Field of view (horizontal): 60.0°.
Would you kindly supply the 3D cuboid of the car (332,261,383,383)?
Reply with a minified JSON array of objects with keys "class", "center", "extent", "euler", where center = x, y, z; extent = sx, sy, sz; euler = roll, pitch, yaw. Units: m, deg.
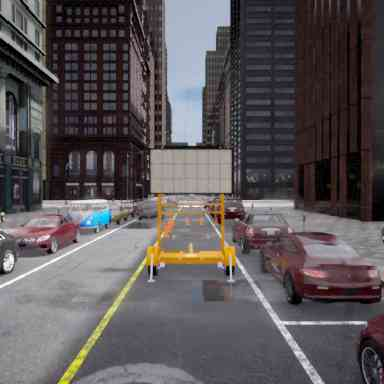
[{"class":"car","center":[2.755,1.582,2.194],"extent":[1.802,1.307,4.206],"euler":[0,0,0]}]

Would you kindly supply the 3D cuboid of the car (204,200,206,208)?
[{"class":"car","center":[2.676,1.579,36.011],"extent":[1.947,1.339,4.313],"euler":[0,0,0]}]

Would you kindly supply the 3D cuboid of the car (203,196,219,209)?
[{"class":"car","center":[2.650,1.464,47.283],"extent":[1.967,1.590,4.097],"euler":[0,0,0]}]

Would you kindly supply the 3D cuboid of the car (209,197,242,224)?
[{"class":"car","center":[2.701,1.321,24.738],"extent":[2.192,1.841,5.009],"euler":[0,0,0]}]

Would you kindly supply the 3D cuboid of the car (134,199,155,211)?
[{"class":"car","center":[-5.861,1.585,41.625],"extent":[1.947,1.339,4.313],"euler":[0,0,0]}]

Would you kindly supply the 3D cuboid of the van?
[{"class":"van","center":[-5.810,1.344,19.079],"extent":[1.690,1.788,3.998],"euler":[0,0,0]}]

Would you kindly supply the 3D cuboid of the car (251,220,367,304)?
[{"class":"car","center":[2.741,1.582,7.831],"extent":[1.802,1.307,4.206],"euler":[0,0,0]}]

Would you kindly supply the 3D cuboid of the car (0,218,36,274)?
[{"class":"car","center":[-5.784,1.551,7.805],"extent":[2.008,1.369,4.403],"euler":[0,0,0]}]

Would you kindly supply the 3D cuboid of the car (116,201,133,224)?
[{"class":"car","center":[-5.822,1.531,24.545],"extent":[1.752,1.417,4.829],"euler":[0,0,0]}]

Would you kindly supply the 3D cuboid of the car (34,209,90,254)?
[{"class":"car","center":[-5.796,1.583,13.443],"extent":[1.802,1.307,4.206],"euler":[0,0,0]}]

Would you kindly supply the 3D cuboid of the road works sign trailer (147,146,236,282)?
[{"class":"road works sign trailer","center":[-0.023,0.465,9.713],"extent":[2.380,3.560,2.880],"euler":[0,0,0]}]

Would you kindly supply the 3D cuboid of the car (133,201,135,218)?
[{"class":"car","center":[-5.835,1.591,30.352],"extent":[1.802,1.307,4.206],"euler":[0,0,0]}]

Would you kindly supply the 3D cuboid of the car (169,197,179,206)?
[{"class":"car","center":[-3.124,1.581,54.432],"extent":[2.033,1.411,5.357],"euler":[0,0,0]}]

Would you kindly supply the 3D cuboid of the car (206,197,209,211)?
[{"class":"car","center":[2.688,1.324,30.375],"extent":[2.192,1.841,5.009],"euler":[0,0,0]}]

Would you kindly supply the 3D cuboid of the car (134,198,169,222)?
[{"class":"car","center":[-3.162,1.512,26.869],"extent":[1.837,1.490,4.892],"euler":[0,0,0]}]

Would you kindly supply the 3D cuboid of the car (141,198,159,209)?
[{"class":"car","center":[-5.874,1.575,47.262],"extent":[2.008,1.369,4.403],"euler":[0,0,0]}]

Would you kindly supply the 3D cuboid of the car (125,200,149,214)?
[{"class":"car","center":[-5.848,1.580,35.989],"extent":[1.947,1.339,4.313],"euler":[0,0,0]}]

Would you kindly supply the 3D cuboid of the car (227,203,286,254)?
[{"class":"car","center":[2.728,1.441,13.467],"extent":[1.967,1.590,4.097],"euler":[0,0,0]}]
